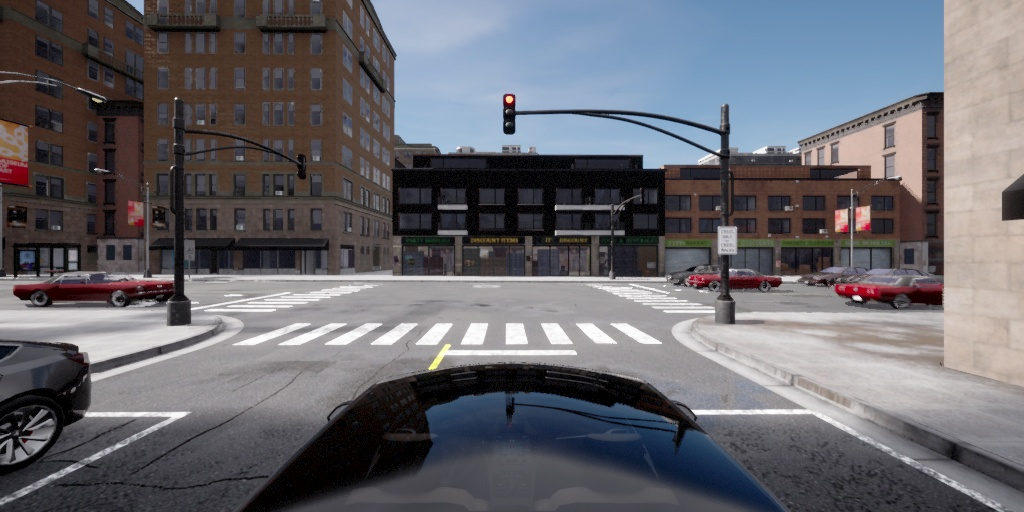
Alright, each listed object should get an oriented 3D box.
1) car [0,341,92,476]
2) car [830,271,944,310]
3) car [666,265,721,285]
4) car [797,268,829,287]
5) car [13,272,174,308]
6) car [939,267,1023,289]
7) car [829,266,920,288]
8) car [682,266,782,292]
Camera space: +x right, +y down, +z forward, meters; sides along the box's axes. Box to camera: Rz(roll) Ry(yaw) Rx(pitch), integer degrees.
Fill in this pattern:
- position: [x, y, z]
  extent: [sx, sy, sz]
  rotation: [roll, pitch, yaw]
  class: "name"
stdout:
- position: [-5.388, 1.316, 2.073]
  extent: [1.948, 1.339, 4.313]
  rotation: [0, 0, -1]
  class: "car"
- position: [16.307, 1.441, 14.662]
  extent: [4.718, 1.301, 1.895]
  rotation: [0, 0, -1]
  class: "car"
- position: [13.161, 1.329, 24.573]
  extent: [4.892, 1.490, 1.837]
  rotation: [0, 0, -1]
  class: "car"
- position: [22.905, 1.422, 24.707]
  extent: [5.357, 1.411, 2.033]
  rotation: [0, 0, -1]
  class: "car"
- position: [-16.206, 1.280, 14.226]
  extent: [4.718, 1.301, 1.895]
  rotation: [0, 0, -1]
  class: "car"
- position: [32.829, 1.492, 24.831]
  extent: [4.181, 1.385, 1.994]
  rotation: [0, 0, -1]
  class: "car"
- position: [22.718, 1.421, 21.451]
  extent: [5.357, 1.411, 2.033]
  rotation: [0, 0, -1]
  class: "car"
- position: [13.071, 1.424, 21.323]
  extent: [4.718, 1.301, 1.895]
  rotation: [0, 0, -1]
  class: "car"
